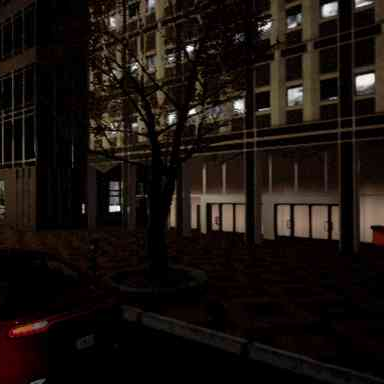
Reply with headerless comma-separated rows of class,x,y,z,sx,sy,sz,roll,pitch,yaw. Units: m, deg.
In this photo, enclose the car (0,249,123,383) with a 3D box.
car,-3.009,1.543,5.028,4.507,1.381,1.887,0,0,35
